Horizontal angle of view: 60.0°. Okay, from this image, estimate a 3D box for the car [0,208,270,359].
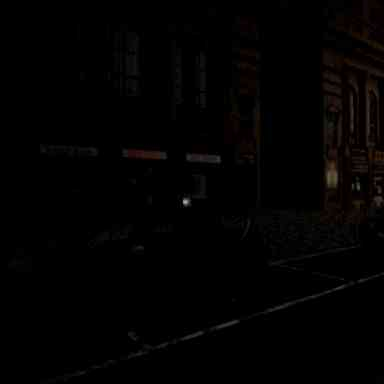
[{"bbox_3d":[-0.737,1.273,6.113,5.009,1.841,2.192,-1,1,-35],"label":"car"}]

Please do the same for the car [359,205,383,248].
[{"bbox_3d":[8.396,1.107,12.600,5.009,1.841,2.192,-1,1,-35],"label":"car"}]
